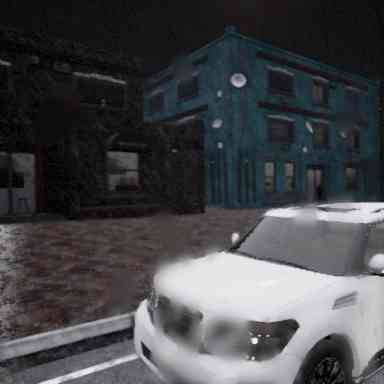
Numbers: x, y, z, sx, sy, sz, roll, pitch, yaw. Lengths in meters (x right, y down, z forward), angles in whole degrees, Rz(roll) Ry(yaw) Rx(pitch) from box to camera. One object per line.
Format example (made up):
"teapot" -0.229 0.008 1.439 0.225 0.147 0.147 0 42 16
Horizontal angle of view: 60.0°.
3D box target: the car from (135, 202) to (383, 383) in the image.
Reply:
"car" 1.993 1.208 4.799 5.566 2.045 2.150 0 0 -35
